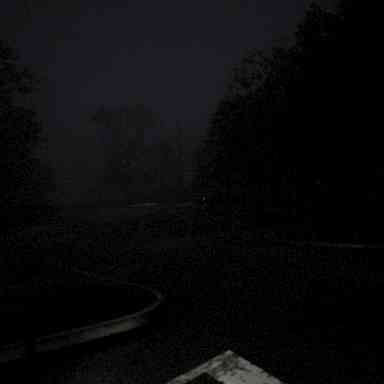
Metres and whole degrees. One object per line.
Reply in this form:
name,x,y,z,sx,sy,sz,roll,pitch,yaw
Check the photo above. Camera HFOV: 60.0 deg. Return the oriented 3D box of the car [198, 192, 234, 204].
car,3.220,0.725,44.456,5.008,1.535,1.882,-2,1,-28
